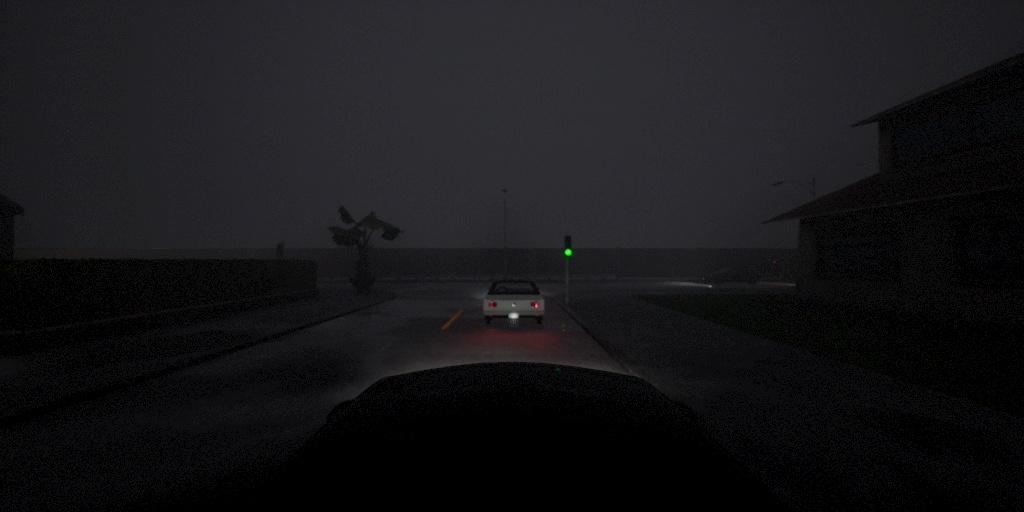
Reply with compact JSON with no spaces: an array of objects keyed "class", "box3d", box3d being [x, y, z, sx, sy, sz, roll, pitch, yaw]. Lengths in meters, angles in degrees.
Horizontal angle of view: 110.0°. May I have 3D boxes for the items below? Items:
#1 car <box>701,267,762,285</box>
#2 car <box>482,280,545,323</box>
[{"class":"car","box3d":[18.491,1.638,30.313,4.674,1.442,1.812,0,-1,-1]},{"class":"car","box3d":[0.063,1.491,12.744,1.895,1.301,4.718,0,-1,0]}]
